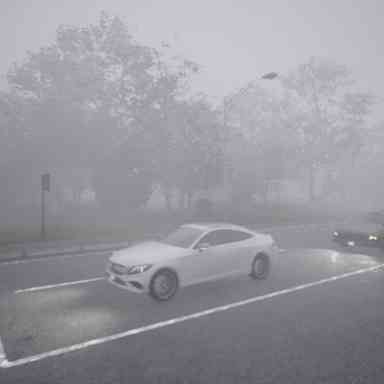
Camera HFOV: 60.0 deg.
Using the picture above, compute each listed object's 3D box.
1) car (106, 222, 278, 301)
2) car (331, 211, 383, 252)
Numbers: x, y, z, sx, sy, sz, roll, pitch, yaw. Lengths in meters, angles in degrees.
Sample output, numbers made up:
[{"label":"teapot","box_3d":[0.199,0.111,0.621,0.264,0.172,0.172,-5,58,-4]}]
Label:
[{"label":"car","box_3d":[0.209,1.525,8.420,4.674,1.442,1.812,0,0,-35]},{"label":"car","box_3d":[8.157,1.544,14.027,5.357,1.411,2.033,0,0,-35]}]
